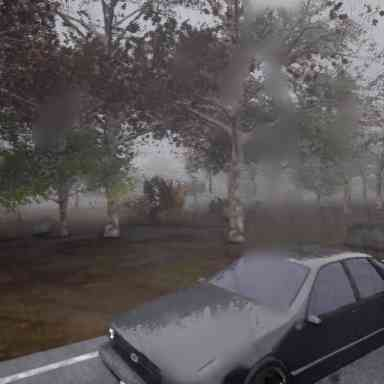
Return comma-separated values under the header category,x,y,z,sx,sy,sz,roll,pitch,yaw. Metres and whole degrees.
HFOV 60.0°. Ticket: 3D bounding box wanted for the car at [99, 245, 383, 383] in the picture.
category,x,y,z,sx,sy,sz,roll,pitch,yaw
car,1.535,1.547,4.782,5.357,1.411,2.033,0,0,-36
